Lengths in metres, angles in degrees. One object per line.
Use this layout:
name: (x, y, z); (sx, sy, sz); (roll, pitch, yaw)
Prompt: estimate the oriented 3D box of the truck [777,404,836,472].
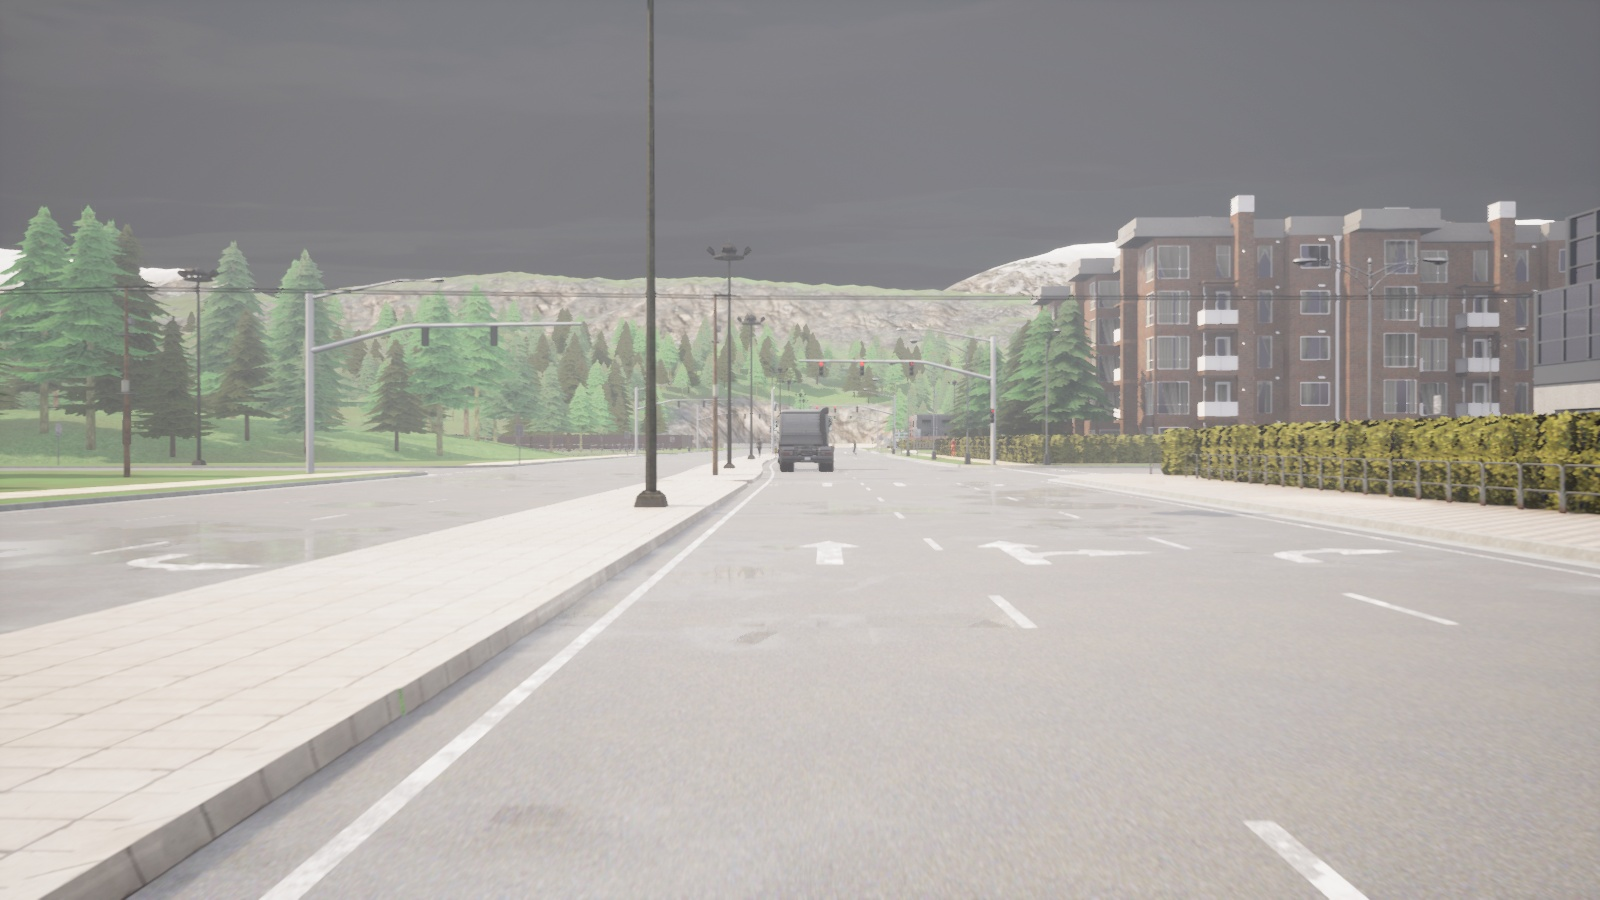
truck: (0.250, -0.616, 67.594); (2.891, 3.462, 7.936); (0, 0, -2)
